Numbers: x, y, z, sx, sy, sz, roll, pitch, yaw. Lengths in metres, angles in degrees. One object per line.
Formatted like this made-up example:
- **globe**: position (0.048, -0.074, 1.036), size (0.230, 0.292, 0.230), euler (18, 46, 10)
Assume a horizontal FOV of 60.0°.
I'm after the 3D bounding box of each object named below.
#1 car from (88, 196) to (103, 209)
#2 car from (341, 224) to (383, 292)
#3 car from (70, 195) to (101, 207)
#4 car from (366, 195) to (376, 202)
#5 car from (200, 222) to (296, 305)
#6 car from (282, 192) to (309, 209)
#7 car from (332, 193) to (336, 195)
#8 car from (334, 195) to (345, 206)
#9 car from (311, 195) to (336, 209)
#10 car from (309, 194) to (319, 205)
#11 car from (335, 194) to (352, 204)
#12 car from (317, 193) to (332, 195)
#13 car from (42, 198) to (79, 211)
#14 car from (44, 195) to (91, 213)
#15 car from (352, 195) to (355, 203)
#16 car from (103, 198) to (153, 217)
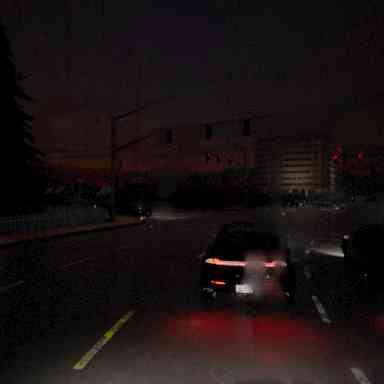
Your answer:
- **car**: position (-9.057, 1.545, 38.087), size (4.902, 1.511, 2.128), euler (0, 0, 32)
- **car**: position (5.188, 1.547, 8.593), size (2.033, 1.411, 5.357), euler (0, 0, 16)
- **car**: position (-16.483, 1.405, 51.218), size (4.553, 1.767, 2.097), euler (0, 0, 32)
- **car**: position (42.727, 1.521, 79.294), size (2.128, 1.511, 4.902), euler (0, 0, 32)
- **car**: position (1.436, 1.491, 8.223), size (2.128, 1.511, 4.902), euler (0, 0, 12)
- **car**: position (14.333, 1.219, 46.653), size (2.150, 2.045, 5.566), euler (0, 0, 32)
- **car**: position (29.961, 1.221, 71.894), size (2.150, 2.045, 5.566), euler (0, 0, 32)
- **car**: position (23.173, 1.598, 54.316), size (1.895, 1.301, 4.718), euler (0, 0, 32)
- **car**: position (18.397, 1.523, 46.564), size (1.812, 1.442, 4.674), euler (0, 0, 32)
- **car**: position (19.439, 1.523, 54.927), size (1.812, 1.442, 4.674), euler (0, 0, 32)
- **car**: position (28.053, 1.597, 62.129), size (1.895, 1.301, 4.718), euler (0, 0, 32)
- **car**: position (24.503, 1.218, 63.047), size (2.150, 2.045, 5.566), euler (0, 0, 32)
- **car**: position (-17.098, 1.531, 43.116), size (5.008, 1.535, 1.882), euler (0, 0, 32)
- **car**: position (-14.090, 1.275, 37.100), size (5.566, 2.045, 2.150), euler (0, 0, 32)
- **car**: position (33.428, 1.351, 70.851), size (2.097, 1.767, 4.553), euler (0, 0, 32)
- **car**: position (-5.962, 1.406, 32.022), size (4.553, 1.767, 2.097), euler (0, 0, 32)
